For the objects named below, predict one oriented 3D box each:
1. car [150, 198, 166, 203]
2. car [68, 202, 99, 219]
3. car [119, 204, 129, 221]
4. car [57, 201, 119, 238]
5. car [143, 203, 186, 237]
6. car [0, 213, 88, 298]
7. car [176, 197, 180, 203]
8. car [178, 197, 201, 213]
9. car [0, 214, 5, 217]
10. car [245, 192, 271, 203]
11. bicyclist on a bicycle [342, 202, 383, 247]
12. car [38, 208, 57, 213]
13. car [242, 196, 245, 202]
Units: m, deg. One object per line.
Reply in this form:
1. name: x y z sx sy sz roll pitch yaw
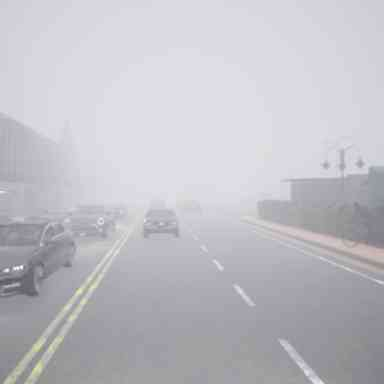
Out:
1. car: -4.395 1.552 43.729 2.128 1.511 4.902 -1 0 -6
2. car: -10.377 1.751 32.142 1.895 1.301 4.718 -1 0 -6
3. car: -6.418 1.693 27.768 1.895 1.301 4.718 -1 0 -6
4. car: -5.397 1.430 17.921 2.097 1.767 4.553 -1 0 -6
5. car: -1.703 1.570 18.238 2.033 1.411 5.357 -1 0 -6
6. car: -4.436 1.556 8.767 2.128 1.511 4.902 -1 0 -6
7. car: -1.368 1.491 48.085 1.882 1.535 5.008 -1 0 -6
8. car: -0.137 1.561 36.725 1.994 1.385 4.181 -1 0 -6
9. car: -8.385 1.601 12.887 1.882 1.535 5.008 -1 0 -6
10. car: 11.897 0.969 57.849 3.866 1.878 1.905 -1 0 -8
11. bicyclist on a bicycle: 6.200 1.167 12.115 1.656 1.620 0.582 -6 1 -6
12. car: -9.353 1.738 22.118 1.895 1.301 4.718 -1 0 -6
13. car: 11.574 0.971 60.726 4.605 1.855 1.932 -1 0 -8
